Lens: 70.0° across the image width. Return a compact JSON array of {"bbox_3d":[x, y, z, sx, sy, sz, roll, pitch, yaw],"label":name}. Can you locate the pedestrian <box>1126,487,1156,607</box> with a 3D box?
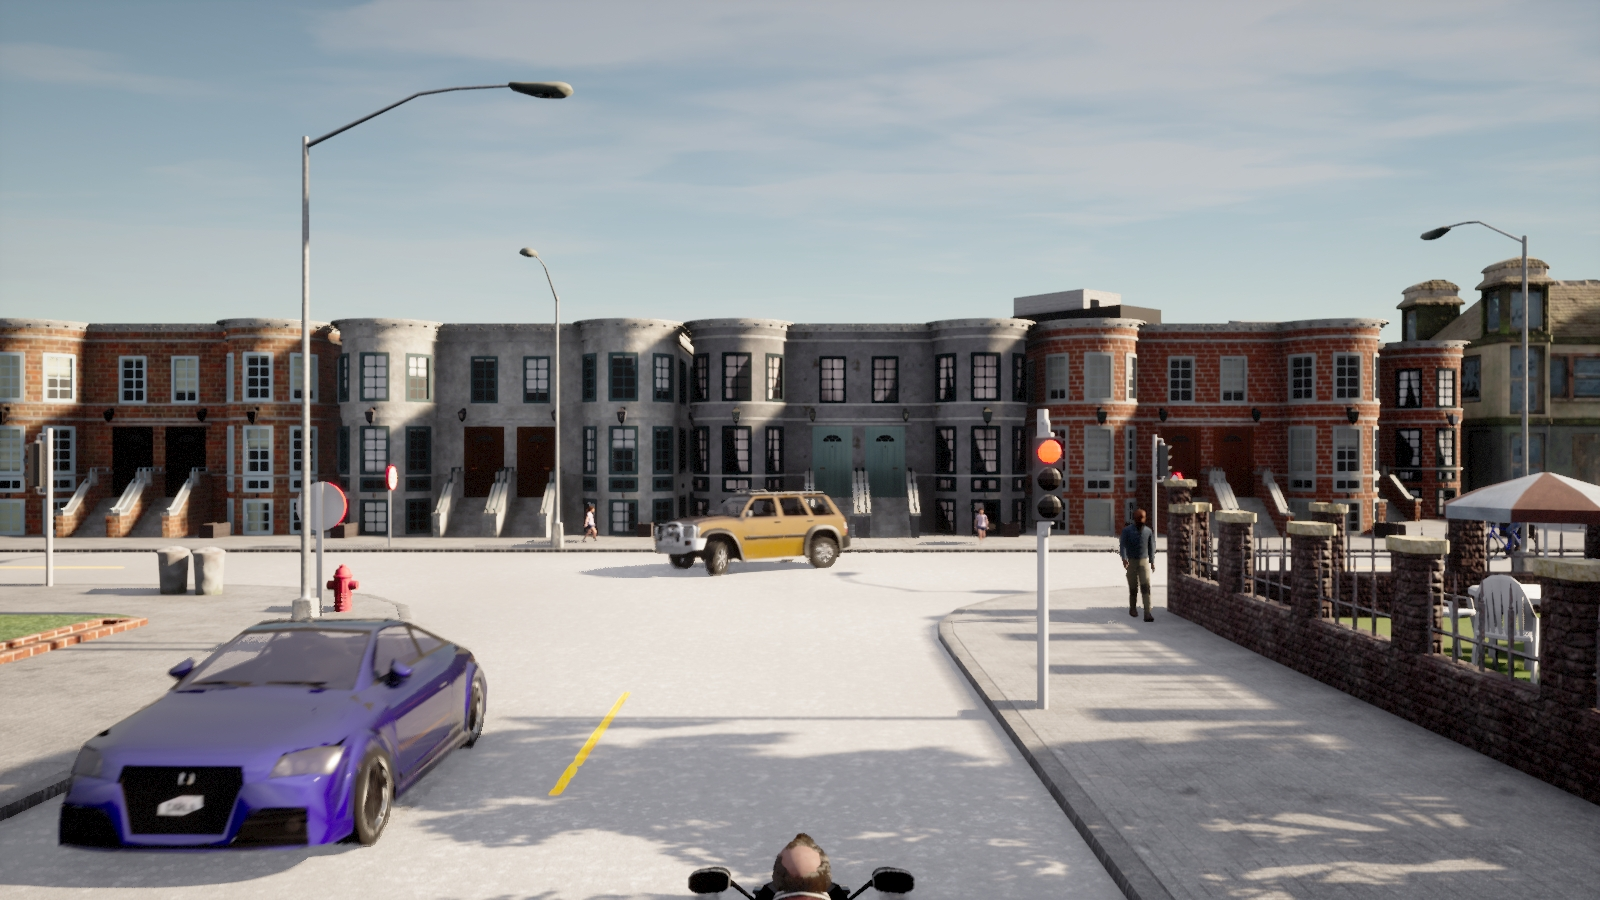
[{"bbox_3d":[5.338,1.508,17.903,0.375,1.860,0.375,0,0,2],"label":"pedestrian"}]

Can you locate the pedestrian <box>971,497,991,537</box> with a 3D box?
[{"bbox_3d":[5.095,1.892,32.192,0.500,1.100,0.500,0,0,0],"label":"pedestrian"}]

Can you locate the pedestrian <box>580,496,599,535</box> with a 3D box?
[{"bbox_3d":[-6.074,1.891,32.984,0.500,1.100,0.500,0,0,-6],"label":"pedestrian"}]

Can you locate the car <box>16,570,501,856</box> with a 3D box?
[{"bbox_3d":[-4.001,1.894,9.379,1.994,1.385,4.181,0,0,0],"label":"car"}]

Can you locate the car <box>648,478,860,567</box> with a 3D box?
[{"bbox_3d":[-1.026,1.633,26.730,4.605,1.855,1.932,0,-2,-35],"label":"car"}]
